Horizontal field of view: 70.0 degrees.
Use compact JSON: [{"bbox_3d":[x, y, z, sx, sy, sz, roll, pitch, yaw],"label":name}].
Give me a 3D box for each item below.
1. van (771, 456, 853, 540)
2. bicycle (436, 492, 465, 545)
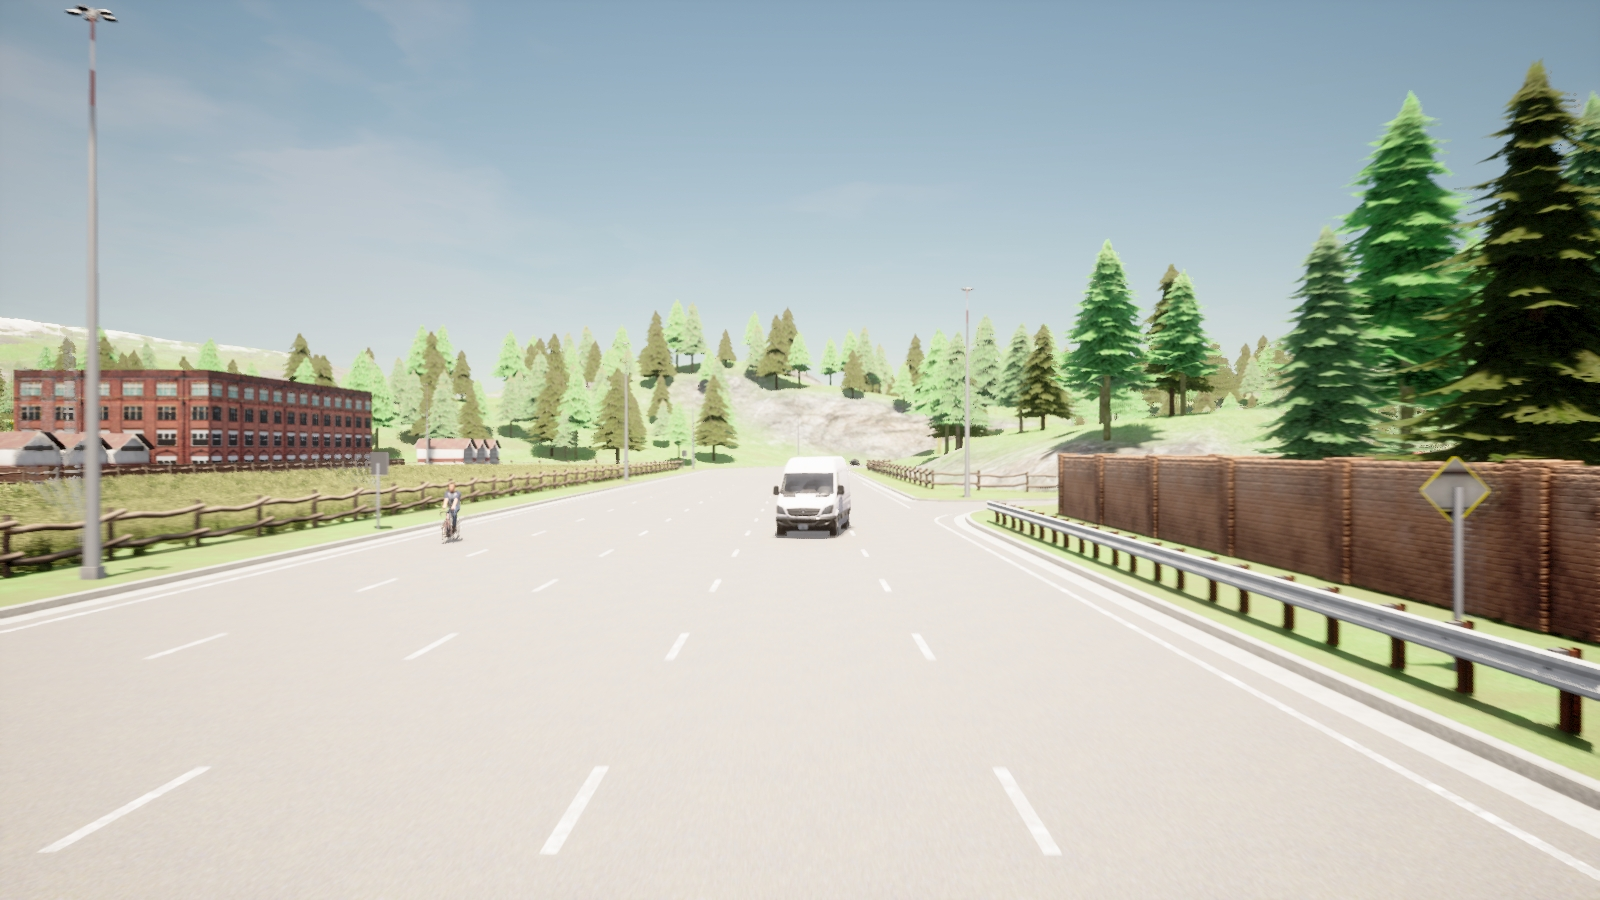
[{"bbox_3d":[0.500,1.519,38.441,1.988,2.561,5.915,-1,0,8],"label":"van"},{"bbox_3d":[-10.493,2.042,34.356,0.373,1.496,1.643,0,1,0],"label":"bicycle"}]
